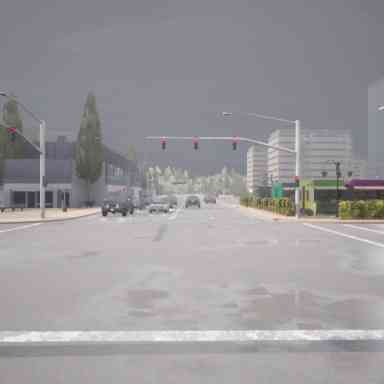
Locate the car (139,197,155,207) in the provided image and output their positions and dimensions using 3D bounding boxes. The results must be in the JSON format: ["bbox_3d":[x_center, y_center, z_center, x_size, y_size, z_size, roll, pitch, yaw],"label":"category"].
[{"bbox_3d":[-7.050,1.564,52.232,1.994,1.385,4.181,0,0,0],"label":"car"}]

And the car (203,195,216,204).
[{"bbox_3d":[3.549,1.491,63.596,2.128,1.511,4.902,0,0,0],"label":"car"}]

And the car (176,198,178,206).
[{"bbox_3d":[-3.540,1.352,55.904,2.097,1.767,4.553,0,0,0],"label":"car"}]

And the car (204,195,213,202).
[{"bbox_3d":[3.557,1.397,73.872,1.812,1.442,4.674,0,0,0],"label":"car"}]

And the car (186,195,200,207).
[{"bbox_3d":[0.139,1.352,51.000,2.097,1.767,4.553,0,0,0],"label":"car"}]

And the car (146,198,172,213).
[{"bbox_3d":[-3.572,1.601,36.725,1.895,1.301,4.718,0,0,0],"label":"car"}]

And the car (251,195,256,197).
[{"bbox_3d":[17.836,1.153,86.753,4.605,1.855,1.932,0,0,-1],"label":"car"}]

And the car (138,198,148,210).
[{"bbox_3d":[-7.067,1.491,42.275,2.128,1.511,4.902,0,0,0],"label":"car"}]

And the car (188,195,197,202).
[{"bbox_3d":[0.060,1.478,73.864,1.882,1.535,5.008,0,0,0],"label":"car"}]

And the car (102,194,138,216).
[{"bbox_3d":[-7.088,1.221,32.387,2.150,2.045,5.566,0,0,1],"label":"car"}]

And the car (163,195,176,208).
[{"bbox_3d":[-3.563,1.505,46.040,1.837,1.490,4.892,0,0,0],"label":"car"}]
